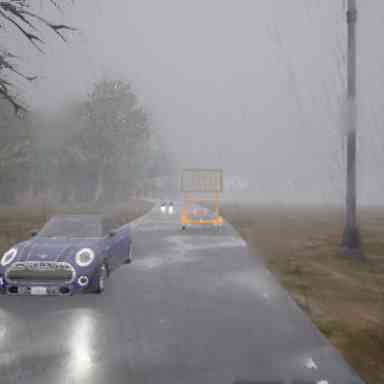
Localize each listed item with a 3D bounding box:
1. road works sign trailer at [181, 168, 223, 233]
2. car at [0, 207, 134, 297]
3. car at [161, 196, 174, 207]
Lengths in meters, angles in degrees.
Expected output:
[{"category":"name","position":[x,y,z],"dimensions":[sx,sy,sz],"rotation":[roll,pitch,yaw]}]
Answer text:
[{"category":"road works sign trailer","position":[0.562,0.413,19.472],"dimensions":[2.380,3.560,2.880],"rotation":[0,0,0]},{"category":"car","position":[-2.944,1.323,8.730],"dimensions":[2.097,1.767,4.553],"rotation":[0,0,1]},{"category":"car","position":[-3.696,1.359,49.839],"dimensions":[2.128,1.511,4.902],"rotation":[0,0,-5]}]
